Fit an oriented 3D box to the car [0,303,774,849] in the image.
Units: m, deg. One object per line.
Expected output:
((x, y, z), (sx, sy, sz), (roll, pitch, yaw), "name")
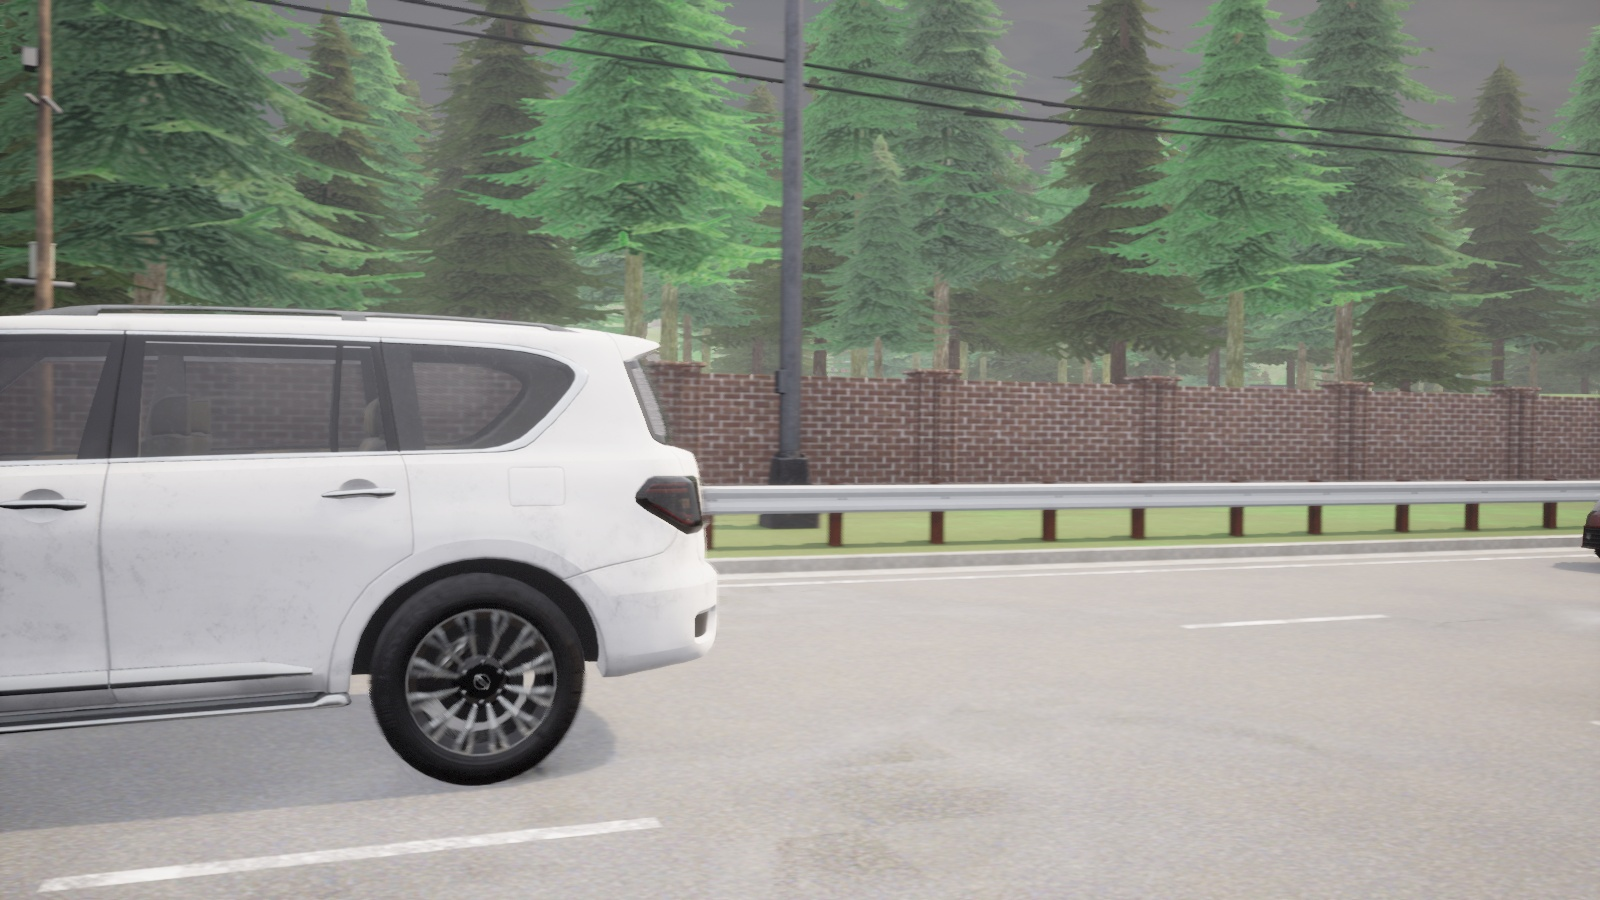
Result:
((-3.114, 0.456, 5.797), (5.566, 2.045, 2.150), (-1, 1, -21), "car")

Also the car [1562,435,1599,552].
((11.606, 0.490, 15.134), (4.181, 1.385, 1.994), (-1, 1, -21), "car")
